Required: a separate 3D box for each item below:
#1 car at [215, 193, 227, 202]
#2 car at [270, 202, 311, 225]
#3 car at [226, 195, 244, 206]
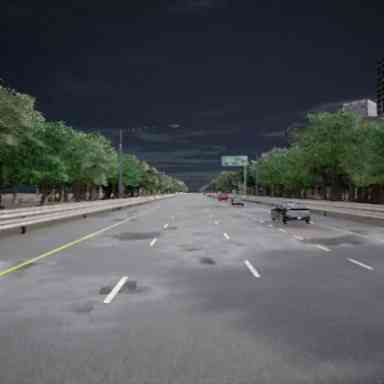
[{"bbox_3d":[7.341,1.218,78.762,2.150,2.045,5.566,0,0,0],"label":"car"},{"bbox_3d":[7.033,1.498,24.161,2.128,1.511,4.902,0,0,0],"label":"car"},{"bbox_3d":[7.160,1.557,53.728,2.033,1.411,5.357,0,0,0],"label":"car"}]
